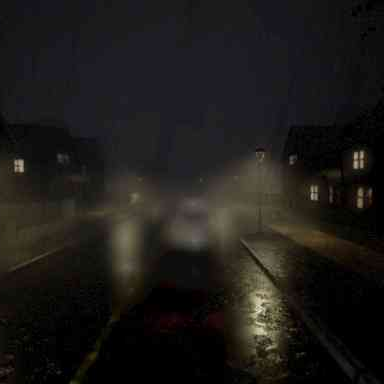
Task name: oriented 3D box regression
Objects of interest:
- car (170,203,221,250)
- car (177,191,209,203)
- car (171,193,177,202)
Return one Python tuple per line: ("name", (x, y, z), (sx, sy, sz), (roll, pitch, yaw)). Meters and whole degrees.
("car", (0.144, 1.368, 13.308), (1.812, 1.442, 4.674), (0, 1, 1))
("car", (0.231, 0.905, 27.062), (2.150, 2.045, 5.566), (0, 1, 1))
("car", (-2.419, 0.849, 54.799), (2.128, 1.511, 4.902), (0, 0, 1))
